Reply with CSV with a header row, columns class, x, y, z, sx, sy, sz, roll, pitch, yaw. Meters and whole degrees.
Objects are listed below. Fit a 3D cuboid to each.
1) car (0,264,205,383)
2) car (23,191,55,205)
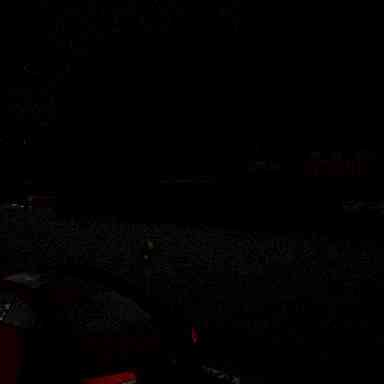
class,x,y,z,sx,sy,sz,roll,pitch,yaw
car,-1.810,1.581,4.093,4.206,1.307,1.802,0,1,36
car,-19.028,0.732,42.467,2.097,1.767,4.553,1,2,36
